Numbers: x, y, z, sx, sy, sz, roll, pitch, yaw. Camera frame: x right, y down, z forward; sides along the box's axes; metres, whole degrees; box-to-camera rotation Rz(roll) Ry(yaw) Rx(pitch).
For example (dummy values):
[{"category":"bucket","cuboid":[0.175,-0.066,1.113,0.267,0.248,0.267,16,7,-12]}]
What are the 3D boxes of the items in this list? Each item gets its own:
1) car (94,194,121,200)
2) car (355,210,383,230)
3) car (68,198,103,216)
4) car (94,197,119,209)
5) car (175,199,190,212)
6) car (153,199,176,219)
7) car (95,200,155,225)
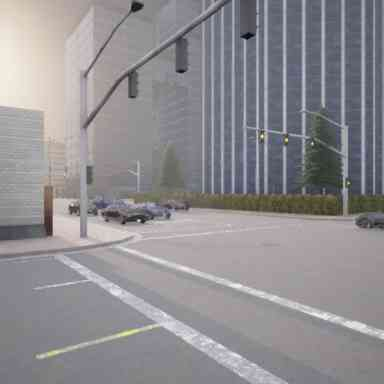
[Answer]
[{"category":"car","cuboid":[-9.309,1.277,36.969,2.150,2.045,5.566,0,0,-36]},{"category":"car","cuboid":[11.999,1.597,19.648,1.994,1.385,4.181,0,0,-36]},{"category":"car","cuboid":[-10.910,1.560,33.192,1.837,1.490,4.892,0,0,-36]},{"category":"car","cuboid":[-12.202,1.560,47.301,1.837,1.490,4.892,0,0,-36]},{"category":"car","cuboid":[-2.207,1.547,39.397,2.128,1.511,4.902,0,0,-36]},{"category":"car","cuboid":[-3.644,1.581,29.099,1.812,1.442,4.674,0,0,-36]},{"category":"car","cuboid":[-5.237,1.603,25.285,2.033,1.411,5.357,0,0,-36]}]
